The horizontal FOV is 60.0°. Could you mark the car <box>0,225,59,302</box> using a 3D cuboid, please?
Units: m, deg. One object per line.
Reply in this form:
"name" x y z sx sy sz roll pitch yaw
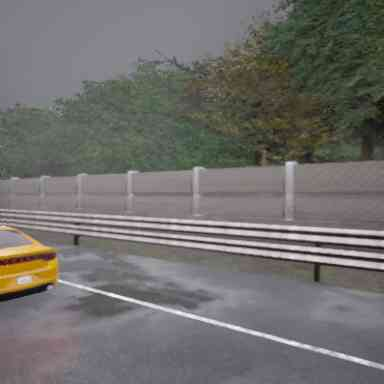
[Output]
"car" -5.131 1.496 7.694 5.008 1.535 1.882 0 0 36
